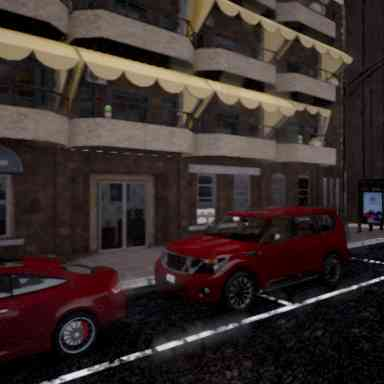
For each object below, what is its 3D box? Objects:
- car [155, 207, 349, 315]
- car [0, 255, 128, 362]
[{"bbox_3d":[1.645,1.310,7.742,5.009,1.841,2.192,0,0,-36],"label":"car"},{"bbox_3d":[-2.950,1.582,4.457,4.206,1.307,1.802,0,0,-36],"label":"car"}]
